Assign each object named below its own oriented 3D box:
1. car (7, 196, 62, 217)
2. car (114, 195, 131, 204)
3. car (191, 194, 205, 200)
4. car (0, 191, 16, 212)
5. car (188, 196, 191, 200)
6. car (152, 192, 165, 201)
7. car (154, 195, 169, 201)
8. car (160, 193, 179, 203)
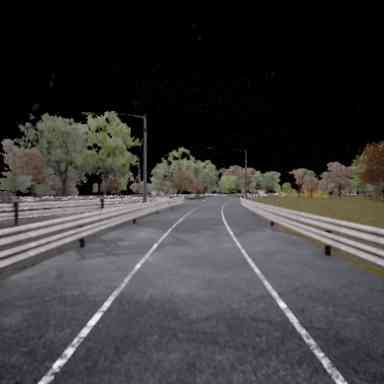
[{"bbox_3d":[-12.830,1.263,27.958,1.812,1.442,4.674,0,0,13],"label":"car"},{"bbox_3d":[-12.440,1.324,59.086,1.812,1.442,4.674,0,0,15],"label":"car"},{"bbox_3d":[2.057,1.345,84.532,1.837,1.490,4.892,0,0,17],"label":"car"},{"bbox_3d":[-16.324,0.958,28.454,2.150,2.045,5.566,0,0,13],"label":"car"},{"bbox_3d":[0.470,1.413,91.270,1.994,1.385,4.181,0,0,17],"label":"car"},{"bbox_3d":[-6.377,1.035,68.098,2.150,2.045,5.566,0,0,16],"label":"car"},{"bbox_3d":[-7.099,1.389,78.329,1.994,1.385,4.181,0,0,16],"label":"car"},{"bbox_3d":[-3.992,1.405,63.635,1.895,1.301,4.718,0,0,15],"label":"car"}]
